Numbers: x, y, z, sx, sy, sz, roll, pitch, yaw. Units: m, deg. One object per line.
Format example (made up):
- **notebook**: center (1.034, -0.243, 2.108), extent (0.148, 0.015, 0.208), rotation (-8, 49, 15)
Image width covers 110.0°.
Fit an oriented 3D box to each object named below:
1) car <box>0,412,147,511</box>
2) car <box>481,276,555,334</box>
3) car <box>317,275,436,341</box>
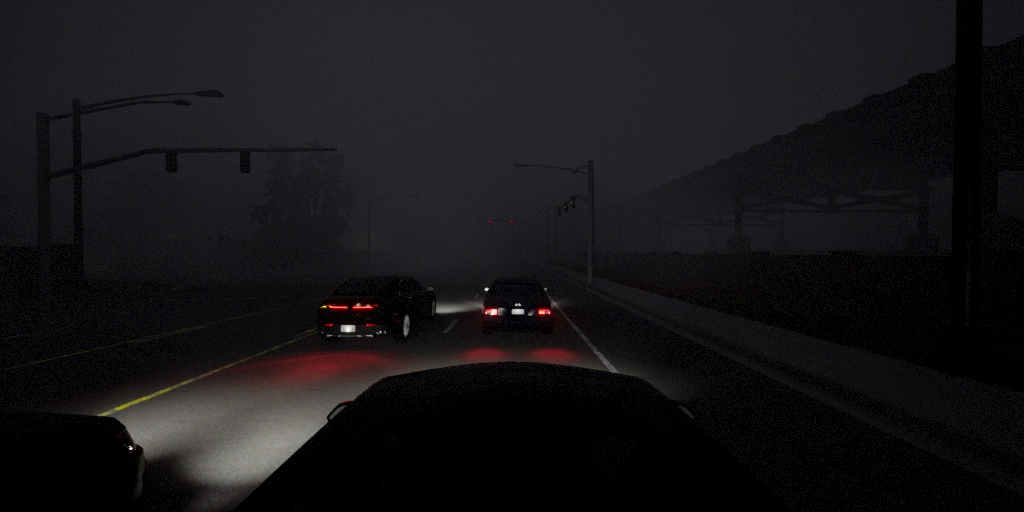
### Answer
- **car**: center (-3.403, 1.252, 0.383), extent (1.837, 1.490, 4.892), rotation (0, 0, 0)
- **car**: center (0.124, 1.301, 10.598), extent (2.033, 1.411, 5.357), rotation (0, 0, 0)
- **car**: center (-3.382, 1.255, 9.831), extent (1.837, 1.490, 4.892), rotation (0, 0, 0)
